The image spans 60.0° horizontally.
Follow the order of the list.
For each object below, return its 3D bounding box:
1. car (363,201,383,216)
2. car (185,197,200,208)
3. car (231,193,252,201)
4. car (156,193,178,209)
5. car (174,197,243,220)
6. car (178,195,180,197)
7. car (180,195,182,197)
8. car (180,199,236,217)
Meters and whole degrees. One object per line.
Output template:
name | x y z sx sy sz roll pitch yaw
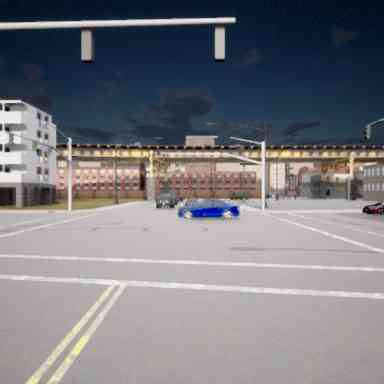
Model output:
car | 17.568 1.407 29.642 4.181 1.385 1.994 -1 0 1
car | 0.076 1.506 50.035 2.033 1.411 5.357 0 0 0
car | 12.370 1.156 83.569 5.566 2.045 2.150 0 0 -29
car | -3.600 1.184 45.651 2.150 2.045 5.566 0 0 1
car | 1.378 1.417 26.686 5.008 1.535 1.882 0 0 4
car | -3.601 1.172 56.415 2.150 2.045 5.566 0 0 0
car | -2.984 1.435 69.093 2.128 1.511 4.902 0 0 11
car | 1.480 1.427 30.185 4.902 1.511 2.128 0 0 4
